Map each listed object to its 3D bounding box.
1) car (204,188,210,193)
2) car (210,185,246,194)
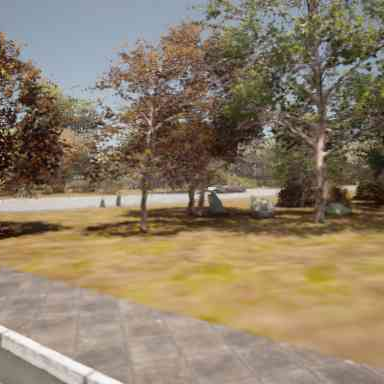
[{"bbox_3d":[3.903,-0.493,55.775,4.718,1.301,1.895,-3,3,-26],"label":"car"},{"bbox_3d":[6.044,-0.461,52.935,5.357,1.411,2.033,-3,3,-25],"label":"car"}]
